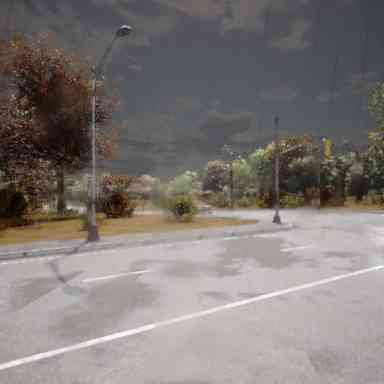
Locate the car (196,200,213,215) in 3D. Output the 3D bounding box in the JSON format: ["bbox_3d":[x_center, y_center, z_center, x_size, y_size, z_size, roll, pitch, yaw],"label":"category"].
[{"bbox_3d":[0.488,1.726,38.637,2.097,1.767,4.553,0,-2,-32],"label":"car"}]
